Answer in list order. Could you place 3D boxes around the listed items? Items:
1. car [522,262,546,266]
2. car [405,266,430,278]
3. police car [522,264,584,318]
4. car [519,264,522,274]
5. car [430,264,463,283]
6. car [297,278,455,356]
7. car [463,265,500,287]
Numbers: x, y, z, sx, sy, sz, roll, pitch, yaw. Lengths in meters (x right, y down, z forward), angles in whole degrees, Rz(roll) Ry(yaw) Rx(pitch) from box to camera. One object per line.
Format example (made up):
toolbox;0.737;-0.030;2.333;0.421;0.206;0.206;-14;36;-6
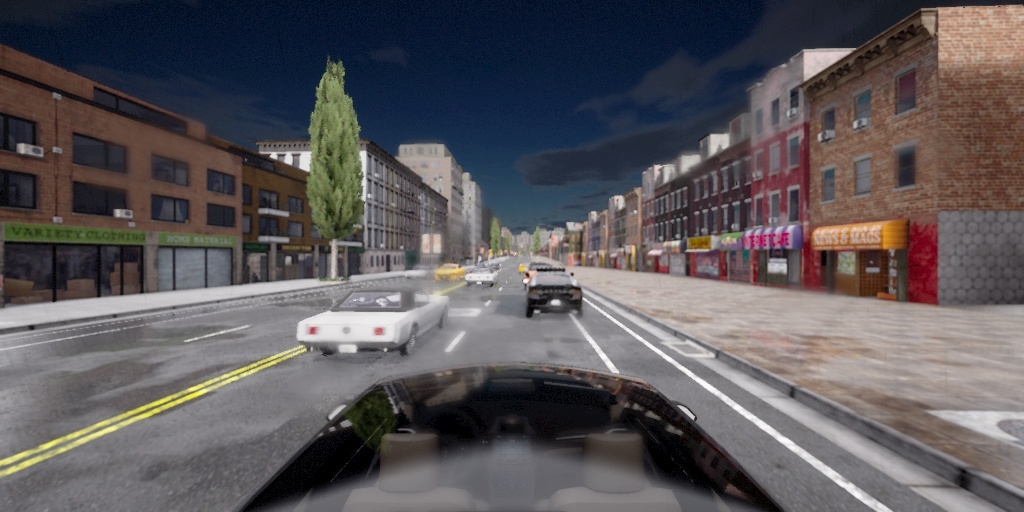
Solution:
car;1.873;1.257;23.447;2.097;1.767;4.553;0;0;2
car;-8.523;1.609;33.934;1.895;1.301;4.718;0;-1;2
police car;1.463;1.258;13.595;1.930;1.638;5.238;0;0;2
car;1.968;1.666;48.808;1.882;1.535;5.008;0;-1;3
car;-5.373;1.459;31.462;1.882;1.535;5.008;0;-1;2
car;-2.870;1.401;8.721;1.895;1.301;4.718;0;0;2
car;-2.124;1.535;26.608;1.895;1.301;4.718;0;-1;2
